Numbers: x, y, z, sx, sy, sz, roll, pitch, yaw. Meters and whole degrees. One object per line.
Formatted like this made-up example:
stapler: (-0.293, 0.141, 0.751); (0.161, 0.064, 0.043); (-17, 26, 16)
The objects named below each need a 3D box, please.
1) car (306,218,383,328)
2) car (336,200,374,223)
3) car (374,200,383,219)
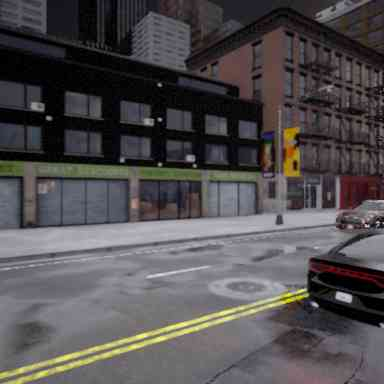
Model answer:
car: (4.341, 1.449, 6.531); (5.008, 1.535, 1.882); (0, 0, -35)
car: (10.204, 1.274, 18.934); (4.553, 1.767, 2.097); (0, 0, -35)
car: (10.684, 1.281, 15.286); (4.553, 1.767, 2.097); (0, 0, -35)
